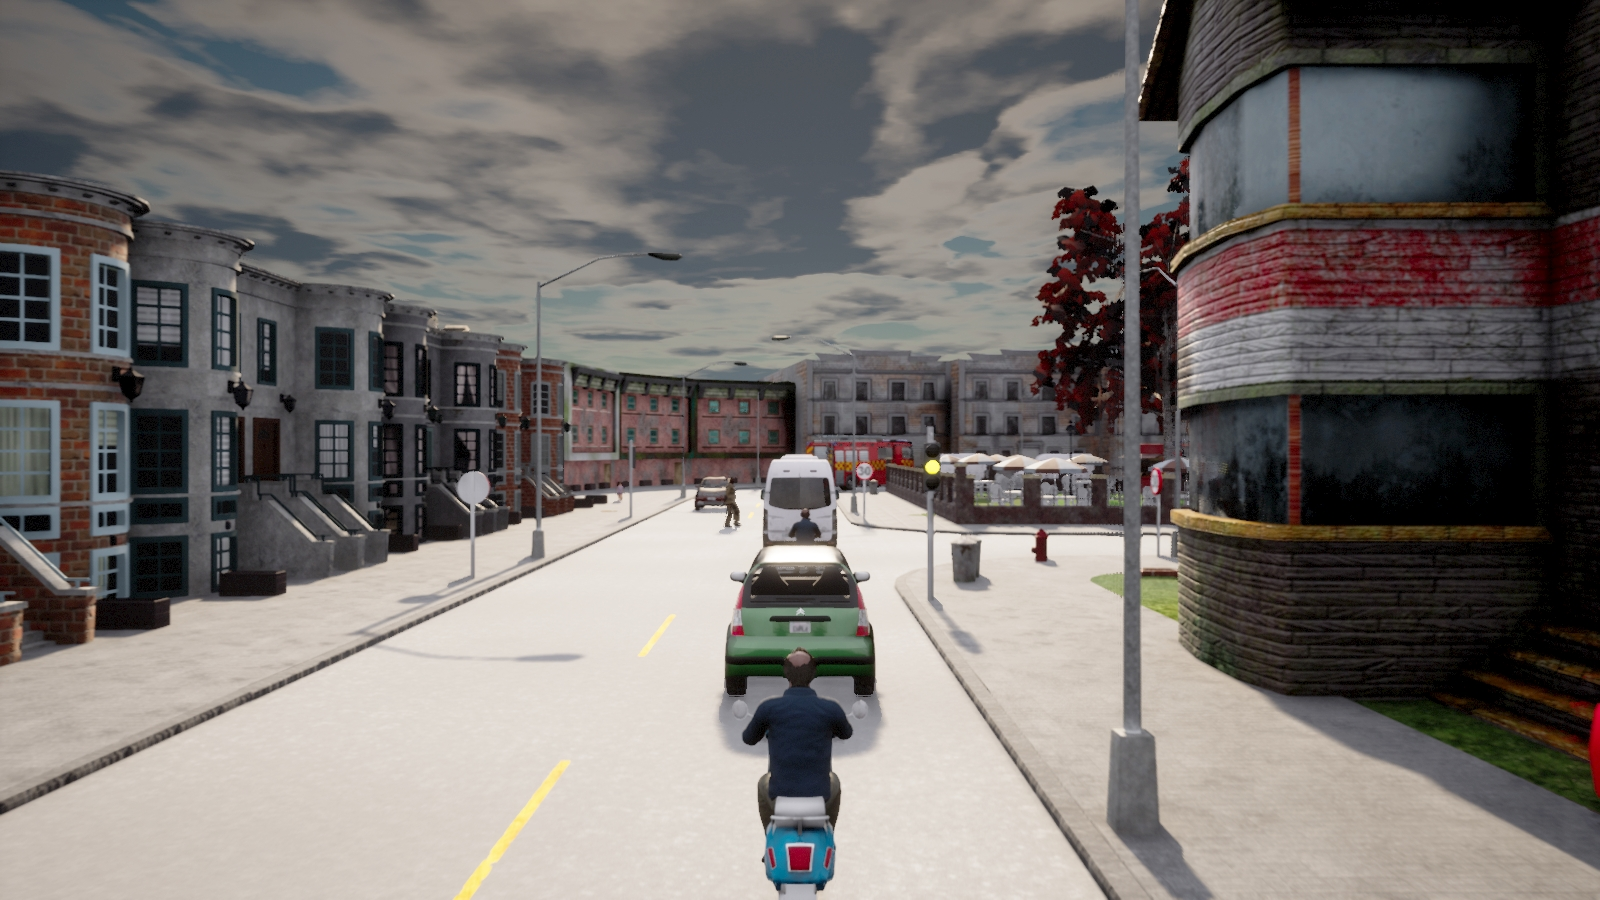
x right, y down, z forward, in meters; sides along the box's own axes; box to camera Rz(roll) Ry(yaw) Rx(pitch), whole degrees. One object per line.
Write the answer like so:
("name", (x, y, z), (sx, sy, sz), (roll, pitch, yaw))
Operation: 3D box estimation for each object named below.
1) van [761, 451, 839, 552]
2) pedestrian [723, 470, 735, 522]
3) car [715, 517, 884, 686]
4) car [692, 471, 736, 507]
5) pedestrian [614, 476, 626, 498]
("van", (-0.007, 1.315, 31.990), (1.988, 2.561, 5.915), (0, 0, 0))
("pedestrian", (-2.522, 1.628, 40.578), (0.375, 1.860, 0.375), (0, 0, 5))
("car", (-0.002, 1.779, 14.503), (1.851, 1.617, 3.988), (0, 0, 0))
("car", (-4.015, 1.805, 53.875), (1.789, 1.549, 3.705), (0, 0, 0))
("pedestrian", (-9.251, 1.904, 58.679), (0.500, 1.100, 0.500), (0, 0, -18))
